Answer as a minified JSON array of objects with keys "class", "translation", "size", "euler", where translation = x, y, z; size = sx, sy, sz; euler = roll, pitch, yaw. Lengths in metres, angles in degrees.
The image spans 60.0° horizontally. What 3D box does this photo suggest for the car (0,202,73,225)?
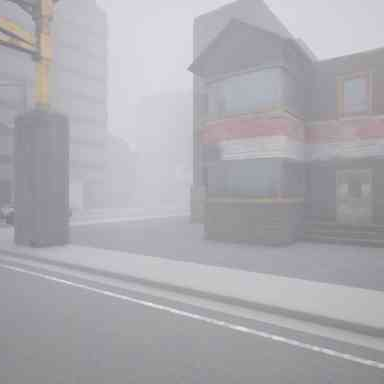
[{"class":"car","translation":[-10.732,1.453,23.536],"size":[2.038,1.542,4.974],"euler":[0,0,16]}]
